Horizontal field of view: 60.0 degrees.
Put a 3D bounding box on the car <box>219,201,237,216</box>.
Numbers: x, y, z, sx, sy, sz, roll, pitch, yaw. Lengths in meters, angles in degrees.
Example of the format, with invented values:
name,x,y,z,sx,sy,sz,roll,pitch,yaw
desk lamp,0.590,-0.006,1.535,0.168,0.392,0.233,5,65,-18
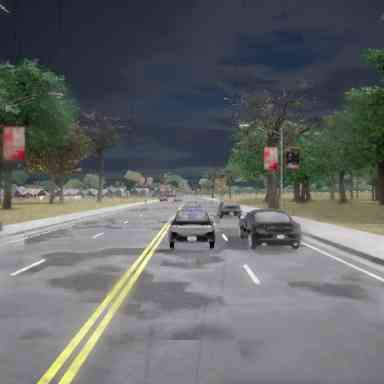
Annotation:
name,x,y,z,sx,sy,sz,roll,pitch,yaw
car,3.250,1.531,29.652,1.837,1.490,4.892,0,0,0

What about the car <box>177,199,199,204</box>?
name,x,y,z,sx,sy,sz,roll,pitch,yaw
car,0.000,1.578,29.653,2.033,1.411,5.357,0,0,0

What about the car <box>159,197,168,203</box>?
name,x,y,z,sx,sy,sz,roll,pitch,yaw
car,-6.500,1.798,76.711,1.895,1.301,4.718,0,0,0

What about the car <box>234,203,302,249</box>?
name,x,y,z,sx,sy,sz,roll,pitch,yaw
car,3.250,1.488,14.651,1.882,1.535,5.008,0,0,0

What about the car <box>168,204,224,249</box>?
name,x,y,z,sx,sy,sz,roll,pitch,yaw
car,0.000,1.498,14.651,2.128,1.511,4.902,0,0,0

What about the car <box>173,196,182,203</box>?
name,x,y,z,sx,sy,sz,roll,pitch,yaw
car,-3.250,1.681,76.742,1.882,1.535,5.008,0,0,0
